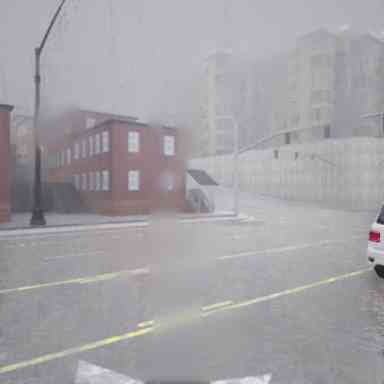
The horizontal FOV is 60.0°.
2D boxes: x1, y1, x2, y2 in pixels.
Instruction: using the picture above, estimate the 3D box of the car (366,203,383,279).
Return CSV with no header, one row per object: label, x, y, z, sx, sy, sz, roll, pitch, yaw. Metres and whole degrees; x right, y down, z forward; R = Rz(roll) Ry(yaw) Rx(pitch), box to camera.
car,6.756,1.190,8.598,5.566,2.045,2.150,0,0,-35
